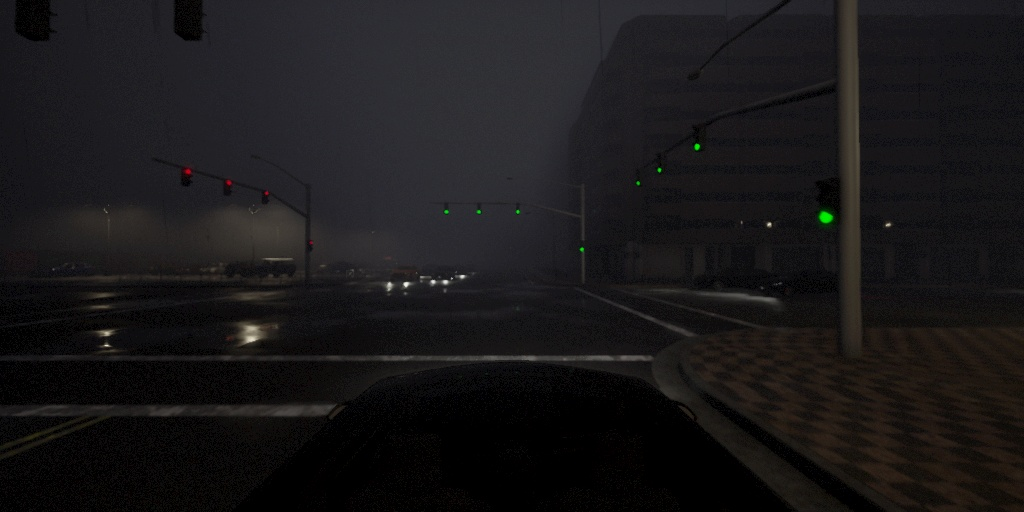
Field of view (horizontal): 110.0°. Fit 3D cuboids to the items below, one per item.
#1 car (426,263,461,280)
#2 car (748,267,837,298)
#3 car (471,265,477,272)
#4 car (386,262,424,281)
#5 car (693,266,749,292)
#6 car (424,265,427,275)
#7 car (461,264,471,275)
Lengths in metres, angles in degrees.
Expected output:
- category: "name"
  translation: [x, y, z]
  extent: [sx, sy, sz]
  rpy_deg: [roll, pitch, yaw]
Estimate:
- category: "car"
  translation: [-7.098, 1.736, 37.747]
  extent: [2.033, 1.411, 5.357]
  rpy_deg: [0, -1, 0]
- category: "car"
  translation: [15.783, 1.435, 19.305]
  extent: [4.674, 1.442, 1.812]
  rpy_deg: [0, -1, 0]
- category: "car"
  translation: [-7.064, 2.022, 61.233]
  extent: [2.033, 1.411, 5.357]
  rpy_deg: [0, -1, 0]
- category: "car"
  translation: [-10.598, 1.644, 35.906]
  extent: [1.882, 1.535, 5.008]
  rpy_deg: [0, -1, 0]
- category: "car"
  translation: [14.219, 1.429, 22.798]
  extent: [5.008, 1.535, 1.882]
  rpy_deg: [0, -1, 0]
- category: "car"
  translation: [-10.592, 1.783, 47.307]
  extent: [1.882, 1.535, 5.008]
  rpy_deg: [0, 0, 0]
- category: "car"
  translation: [-7.097, 1.876, 47.915]
  extent: [1.994, 1.385, 4.181]
  rpy_deg: [0, -1, -1]
